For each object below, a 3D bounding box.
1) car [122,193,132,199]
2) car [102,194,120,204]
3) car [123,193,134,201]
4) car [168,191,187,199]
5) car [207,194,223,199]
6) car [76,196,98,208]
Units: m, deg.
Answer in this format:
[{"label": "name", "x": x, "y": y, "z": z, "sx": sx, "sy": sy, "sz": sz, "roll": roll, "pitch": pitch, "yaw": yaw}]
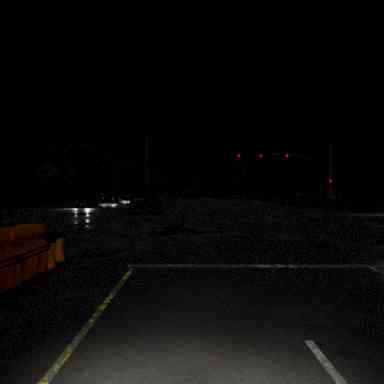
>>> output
[{"label": "car", "x": -17.904, "y": 1.139, "z": 92.069, "sx": 2.128, "sy": 1.511, "sz": 4.902, "roll": 0, "pitch": 0, "yaw": -18}, {"label": "car", "x": -14.012, "y": 1.121, "z": 57.588, "sx": 2.097, "sy": 1.767, "sz": 4.553, "roll": 0, "pitch": 0, "yaw": 0}, {"label": "car", "x": -14.046, "y": 1.225, "z": 73.308, "sx": 2.128, "sy": 1.511, "sz": 4.902, "roll": 0, "pitch": 0, "yaw": -3}, {"label": "car", "x": -4.171, "y": 0.822, "z": 95.213, "sx": 2.150, "sy": 2.045, "sz": 5.566, "roll": 0, "pitch": 0, "yaw": -22}, {"label": "car", "x": 6.999, "y": 1.146, "z": 94.647, "sx": 2.033, "sy": 1.411, "sz": 5.357, "roll": 0, "pitch": 0, "yaw": -18}, {"label": "car", "x": -14.047, "y": 1.331, "z": 44.641, "sx": 1.837, "sy": 1.490, "sz": 4.892, "roll": 0, "pitch": 0, "yaw": 0}]
